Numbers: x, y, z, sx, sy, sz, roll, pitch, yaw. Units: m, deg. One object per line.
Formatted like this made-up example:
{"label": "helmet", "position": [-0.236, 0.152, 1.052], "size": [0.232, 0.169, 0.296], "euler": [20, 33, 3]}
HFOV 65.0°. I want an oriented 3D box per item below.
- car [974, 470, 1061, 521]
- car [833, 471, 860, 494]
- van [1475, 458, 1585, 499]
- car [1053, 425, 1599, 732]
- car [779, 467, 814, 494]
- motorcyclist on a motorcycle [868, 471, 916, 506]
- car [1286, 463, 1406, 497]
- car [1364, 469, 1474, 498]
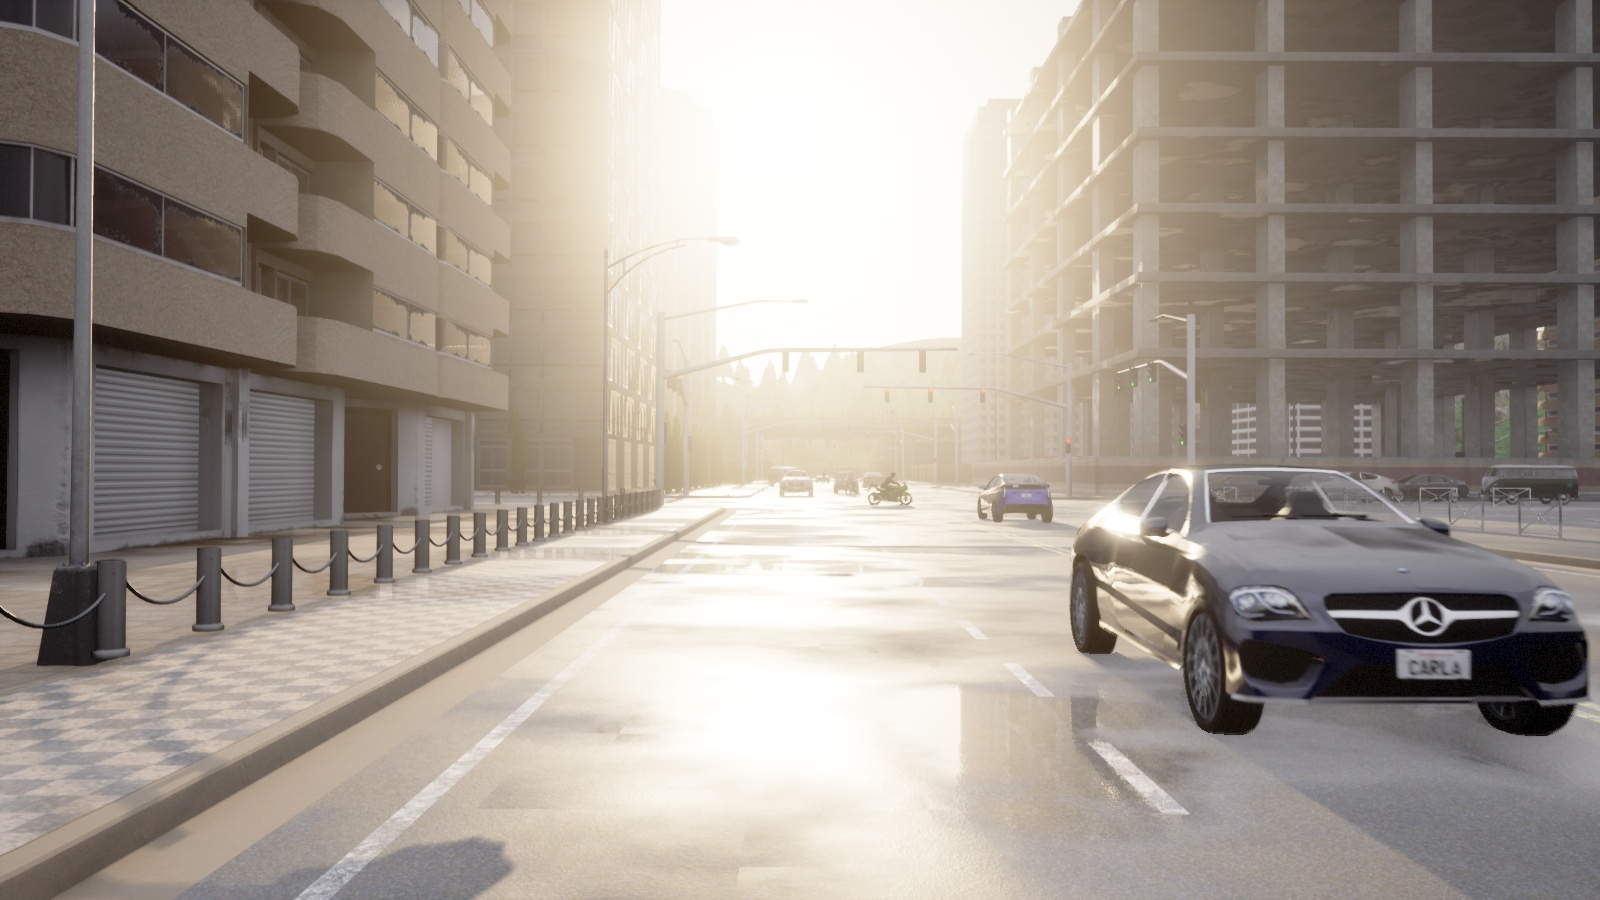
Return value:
{"label": "car", "position": [6.893, 1.414, 40.286], "size": [2.007, 1.525, 4.514], "euler": [0, -1, 0]}
{"label": "car", "position": [3.265, 2.278, 88.743], "size": [1.789, 1.549, 3.705], "euler": [0, -1, 0]}
{"label": "van", "position": [36.441, 1.426, 62.785], "size": [4.442, 1.987, 1.775], "euler": [0, -1, 0]}
{"label": "car", "position": [3.474, 0.737, 9.318], "size": [2.152, 1.651, 5.027], "euler": [0, -1, 0]}
{"label": "car", "position": [-0.211, 1.938, 79.617], "size": [2.152, 1.651, 5.027], "euler": [0, -1, 0]}
{"label": "motorcyclist on a motorcycle", "position": [4.073, 1.689, 55.445], "size": [2.044, 1.523, 0.797], "euler": [0, -1, -1]}
{"label": "car", "position": [27.222, 1.487, 62.726], "size": [5.027, 1.651, 2.152], "euler": [0, -1, 0]}
{"label": "car", "position": [32.643, 1.751, 66.259], "size": [4.892, 1.490, 1.837], "euler": [0, -1, -1]}
